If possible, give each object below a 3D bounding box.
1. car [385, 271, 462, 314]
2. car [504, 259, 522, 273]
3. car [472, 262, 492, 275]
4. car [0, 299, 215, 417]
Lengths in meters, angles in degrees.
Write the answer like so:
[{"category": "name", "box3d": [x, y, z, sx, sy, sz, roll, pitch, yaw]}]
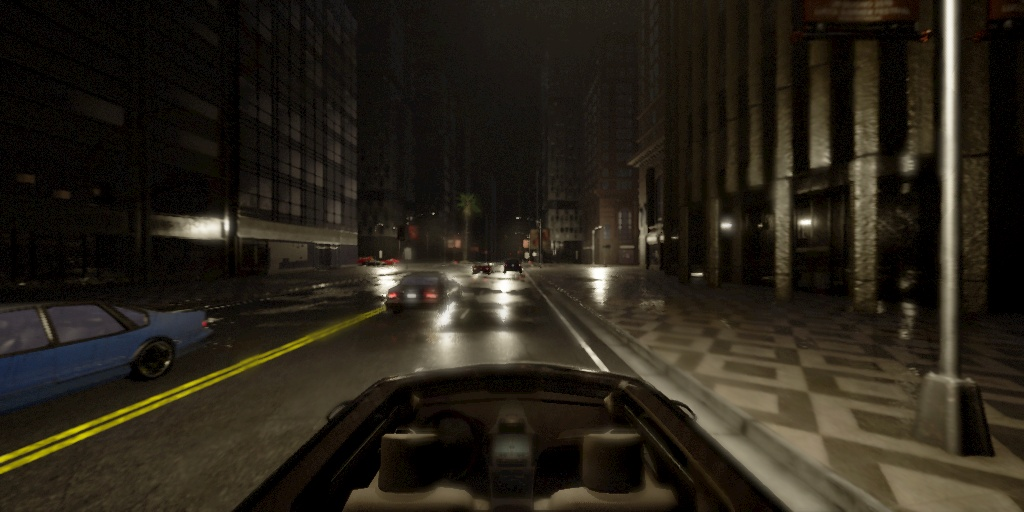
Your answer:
[{"category": "car", "box3d": [-3.151, 1.298, 13.753, 2.033, 1.411, 5.357, 0, 0, 0]}, {"category": "car", "box3d": [0.103, 1.111, 42.739, 2.097, 1.767, 4.553, 0, 0, 0]}, {"category": "car", "box3d": [-3.148, 1.356, 38.982, 1.895, 1.301, 4.718, 0, 0, 0]}, {"category": "car", "box3d": [-6.593, 1.298, 4.419, 2.033, 1.411, 5.357, 0, 0, 0]}]
